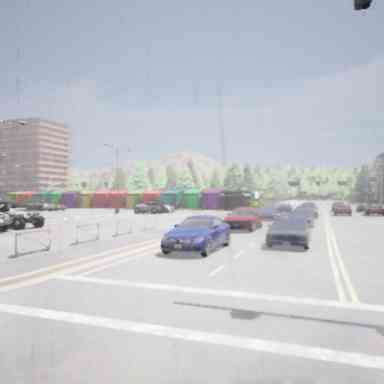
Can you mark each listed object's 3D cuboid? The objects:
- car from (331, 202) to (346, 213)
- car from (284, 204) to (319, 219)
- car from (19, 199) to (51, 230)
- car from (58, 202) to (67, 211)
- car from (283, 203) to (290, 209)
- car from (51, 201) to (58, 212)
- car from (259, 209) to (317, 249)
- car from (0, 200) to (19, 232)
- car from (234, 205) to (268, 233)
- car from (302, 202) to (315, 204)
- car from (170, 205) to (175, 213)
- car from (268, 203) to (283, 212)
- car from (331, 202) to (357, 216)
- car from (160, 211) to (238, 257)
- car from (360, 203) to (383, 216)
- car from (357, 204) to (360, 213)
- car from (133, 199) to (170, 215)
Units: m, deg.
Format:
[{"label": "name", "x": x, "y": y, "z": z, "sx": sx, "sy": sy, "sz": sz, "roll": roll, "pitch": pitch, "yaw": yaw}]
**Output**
[{"label": "car", "x": 21.869, "y": 2.230, "z": 49.633, "sx": 1.837, "sy": 1.490, "sz": 4.892, "roll": 0, "pitch": -1, "yaw": 21}, {"label": "car", "x": 8.522, "y": 1.923, "z": 25.574, "sx": 2.033, "sy": 1.411, "sz": 5.357, "roll": 0, "pitch": -1, "yaw": 21}, {"label": "car", "x": -11.829, "y": 1.486, "z": 22.176, "sx": 3.866, "sy": 1.878, "sz": 1.905, "roll": 0, "pitch": -1, "yaw": 20}, {"label": "car", "x": -20.558, "y": 2.091, "z": 49.300, "sx": 3.905, "sy": 1.438, "sz": 1.784, "roll": 0, "pitch": -1, "yaw": 20}, {"label": "car", "x": 13.086, "y": 2.249, "z": 46.442, "sx": 1.994, "sy": 1.385, "sz": 4.181, "roll": 0, "pitch": -1, "yaw": 22}, {"label": "car", "x": -21.611, "y": 1.841, "z": 46.604, "sx": 4.605, "sy": 1.855, "sz": 1.932, "roll": 0, "pitch": -1, "yaw": 20}, {"label": "car", "x": 4.833, "y": 1.786, "z": 16.139, "sx": 2.033, "sy": 1.411, "sz": 5.357, "roll": 0, "pitch": -1, "yaw": 21}, {"label": "car", "x": -12.871, "y": 1.443, "z": 19.475, "sx": 4.605, "sy": 1.855, "sz": 1.932, "roll": 0, "pitch": -1, "yaw": 20}, {"label": "car", "x": 3.623, "y": 1.812, "z": 22.668, "sx": 1.882, "sy": 1.535, "sz": 5.008, "roll": 0, "pitch": -1, "yaw": 21}, {"label": "car", "x": 12.265, "y": 1.864, "z": 35.027, "sx": 2.097, "sy": 1.767, "sz": 4.553, "roll": 0, "pitch": -1, "yaw": 22}, {"label": "car", "x": -4.141, "y": 2.033, "z": 43.336, "sx": 3.806, "sy": 1.475, "sz": 1.970, "roll": 0, "pitch": -1, "yaw": 20}, {"label": "car", "x": 7.270, "y": 1.994, "z": 31.912, "sx": 1.812, "sy": 1.442, "sz": 4.674, "roll": 0, "pitch": -1, "yaw": 21}, {"label": "car", "x": 18.215, "y": 2.079, "z": 40.212, "sx": 2.128, "sy": 1.511, "sz": 4.902, "roll": 0, "pitch": -1, "yaw": 22}, {"label": "car", "x": 0.365, "y": 1.736, "z": 14.158, "sx": 1.812, "sy": 1.442, "sz": 4.674, "roll": 0, "pitch": -1, "yaw": 22}, {"label": "car", "x": 21.910, "y": 2.076, "z": 40.015, "sx": 2.128, "sy": 1.511, "sz": 4.902, "roll": 0, "pitch": -1, "yaw": 22}, {"label": "car", "x": 25.126, "y": 2.270, "z": 48.352, "sx": 1.994, "sy": 1.385, "sz": 4.181, "roll": 0, "pitch": -1, "yaw": 21}, {"label": "car", "x": -5.143, "y": 1.754, "z": 40.623, "sx": 3.866, "sy": 1.878, "sz": 1.905, "roll": 0, "pitch": -1, "yaw": 20}]
